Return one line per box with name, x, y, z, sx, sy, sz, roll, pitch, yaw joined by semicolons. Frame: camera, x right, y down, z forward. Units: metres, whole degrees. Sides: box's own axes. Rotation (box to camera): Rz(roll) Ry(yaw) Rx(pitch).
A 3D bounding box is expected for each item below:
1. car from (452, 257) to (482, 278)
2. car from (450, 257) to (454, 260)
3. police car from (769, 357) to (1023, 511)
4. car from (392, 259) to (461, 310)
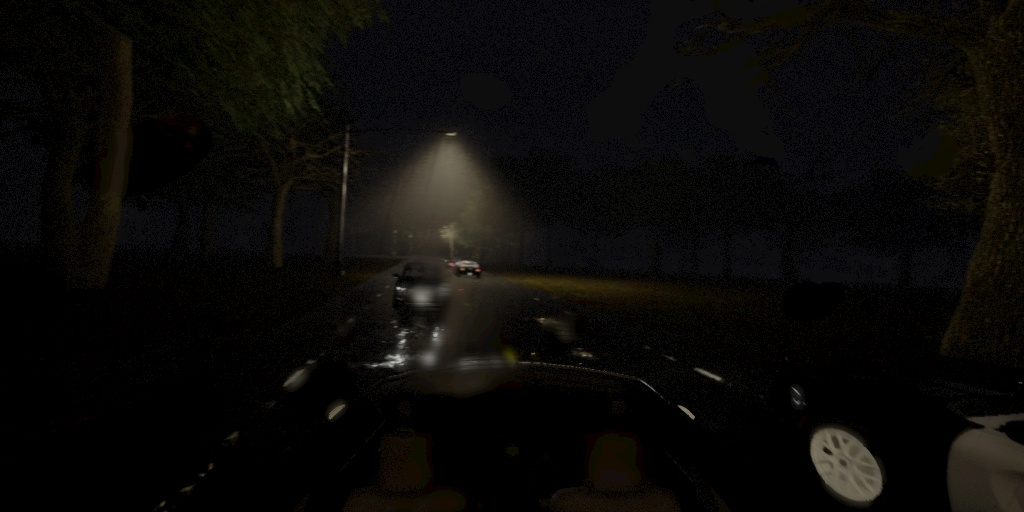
car;-3.819;1.091;30.399;1.895;1.301;4.718;3;0;-14
car;-6.498;0.873;41.105;2.033;1.411;5.357;3;0;-13
police car;4.162;1.420;1.889;1.930;1.638;5.238;3;0;-14
car;-3.357;1.024;13.491;2.128;1.511;4.902;3;0;-14
